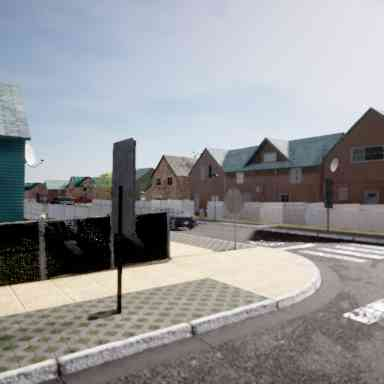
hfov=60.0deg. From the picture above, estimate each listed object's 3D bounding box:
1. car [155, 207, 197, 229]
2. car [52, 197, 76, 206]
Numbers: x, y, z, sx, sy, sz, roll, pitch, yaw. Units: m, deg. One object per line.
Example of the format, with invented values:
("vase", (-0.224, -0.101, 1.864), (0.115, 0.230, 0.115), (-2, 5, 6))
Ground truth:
("car", (-1.504, 1.716, 21.899), (1.994, 1.385, 4.181), (1, -1, -35))
("car", (-16.831, 1.642, 43.584), (2.150, 2.045, 5.566), (1, -1, -35))
